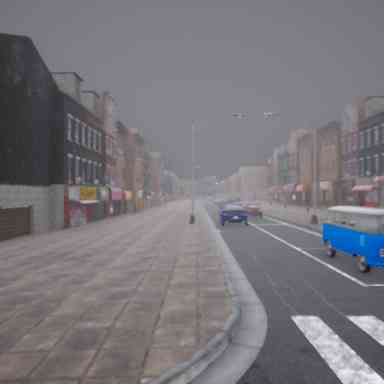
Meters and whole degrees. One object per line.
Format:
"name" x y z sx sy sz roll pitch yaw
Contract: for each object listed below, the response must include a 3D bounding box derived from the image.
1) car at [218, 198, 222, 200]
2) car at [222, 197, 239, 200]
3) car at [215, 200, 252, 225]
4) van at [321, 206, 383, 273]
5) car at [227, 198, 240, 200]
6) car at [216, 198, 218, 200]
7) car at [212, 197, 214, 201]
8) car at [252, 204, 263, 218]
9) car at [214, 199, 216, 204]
"car" 6.186 1.999 59.684 1.887 1.381 4.507 0 -1 1
"car" 6.031 1.656 48.753 2.192 1.841 5.009 0 -1 1
"car" 3.041 1.618 25.244 1.882 1.535 5.008 0 0 1
"van" 5.490 1.368 10.489 1.690 1.788 3.998 0 0 1
"car" 5.955 1.855 43.285 1.947 1.339 4.313 0 -1 1
"car" 6.264 2.080 65.150 1.947 1.339 4.313 0 -1 1
"car" 6.495 2.146 81.549 1.967 1.590 4.097 0 -1 1
"car" 5.800 1.774 32.353 1.802 1.307 4.206 0 -1 1
"car" 6.343 2.104 70.786 1.752 1.417 4.829 0 -1 1
